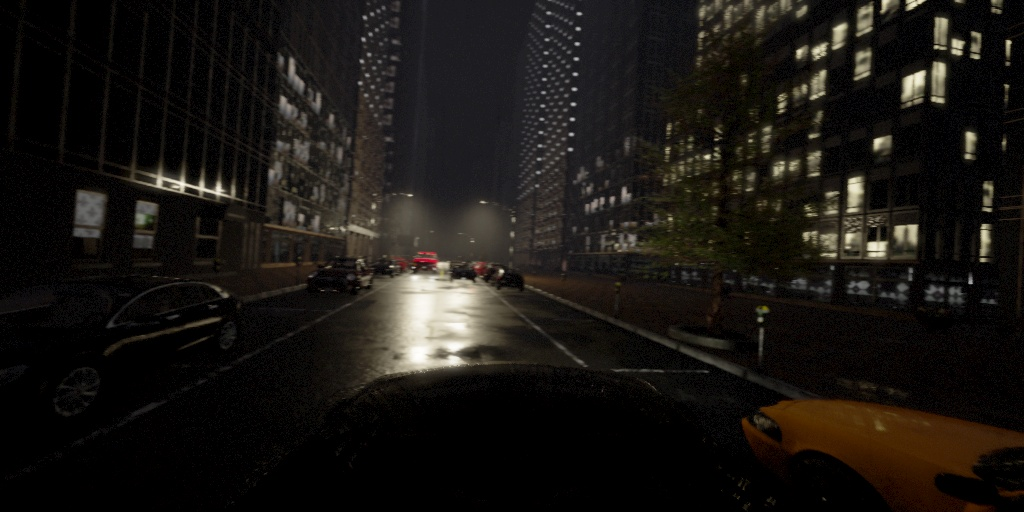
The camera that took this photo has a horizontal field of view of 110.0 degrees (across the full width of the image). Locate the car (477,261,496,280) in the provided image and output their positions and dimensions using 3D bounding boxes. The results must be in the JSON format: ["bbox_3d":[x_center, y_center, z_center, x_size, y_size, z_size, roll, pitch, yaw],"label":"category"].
[{"bbox_3d":[-1.426,1.301,28.693,1.967,1.591,4.097,0,0,-11],"label":"car"}]

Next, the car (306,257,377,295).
[{"bbox_3d":[-7.567,0.783,15.998,1.967,1.591,4.097,0,0,-11],"label":"car"}]

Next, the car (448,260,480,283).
[{"bbox_3d":[-3.791,1.289,27.372,1.895,1.301,4.718,4,0,-10],"label":"car"}]

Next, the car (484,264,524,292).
[{"bbox_3d":[-0.385,1.439,23.101,2.007,1.370,4.403,0,0,-11],"label":"car"}]

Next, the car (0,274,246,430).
[{"bbox_3d":[-5.486,0.950,4.811,2.007,1.370,4.403,0,0,-11],"label":"car"}]

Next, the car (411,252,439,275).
[{"bbox_3d":[-8.246,0.661,34.494,2.150,2.045,5.566,4,-1,-10],"label":"car"}]

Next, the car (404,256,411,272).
[{"bbox_3d":[-10.690,0.806,32.776,1.888,1.381,4.507,0,0,-11],"label":"car"}]

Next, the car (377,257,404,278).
[{"bbox_3d":[-9.649,0.839,27.184,2.007,1.370,4.403,0,0,-11],"label":"car"}]

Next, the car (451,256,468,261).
[{"bbox_3d":[-6.860,1.085,43.973,1.882,1.535,5.008,4,0,-10],"label":"car"}]

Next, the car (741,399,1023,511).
[{"bbox_3d":[3.416,1.433,1.114,1.801,1.575,5.366,4,0,-11],"label":"car"}]
